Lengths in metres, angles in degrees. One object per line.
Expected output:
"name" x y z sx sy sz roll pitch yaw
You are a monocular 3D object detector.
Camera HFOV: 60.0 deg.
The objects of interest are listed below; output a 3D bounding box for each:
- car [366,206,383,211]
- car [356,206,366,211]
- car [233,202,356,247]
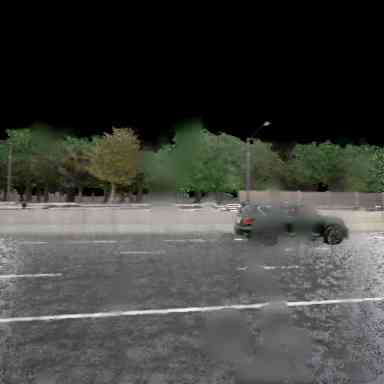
"car" 23.309 2.460 38.177 5.357 1.411 2.033 1 -1 -11
"car" 22.269 2.452 41.535 4.902 1.511 2.128 1 -1 -11
"car" 4.843 1.530 16.503 5.566 2.045 2.150 1 -1 -11
